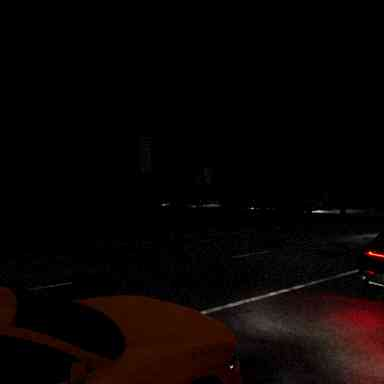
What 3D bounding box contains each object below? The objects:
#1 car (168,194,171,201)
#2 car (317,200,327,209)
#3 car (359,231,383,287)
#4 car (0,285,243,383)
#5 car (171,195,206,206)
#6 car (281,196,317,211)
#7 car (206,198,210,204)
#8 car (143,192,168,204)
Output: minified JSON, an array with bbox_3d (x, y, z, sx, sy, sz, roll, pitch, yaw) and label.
[{"bbox_3d":[-6.104,1.237,74.804,2.128,1.511,4.902,-1,0,-38],"label":"car"},{"bbox_3d":[13.387,1.232,39.136,1.882,1.535,5.008,-1,0,-39],"label":"car"},{"bbox_3d":[5.900,1.468,7.959,4.892,1.490,1.837,0,0,-35],"label":"car"},{"bbox_3d":[-1.813,1.478,2.437,5.008,1.535,1.882,0,0,-36],"label":"car"},{"bbox_3d":[-0.589,1.299,50.959,1.837,1.490,4.892,-1,0,-39],"label":"car"},{"bbox_3d":[10.978,1.349,36.549,1.994,1.385,4.181,-1,0,-39],"label":"car"},{"bbox_3d":[0.924,1.256,54.672,2.128,1.511,4.902,-1,0,-39],"label":"car"},{"bbox_3d":[-7.115,1.020,59.149,2.150,2.045,5.566,-1,0,-38],"label":"car"}]
